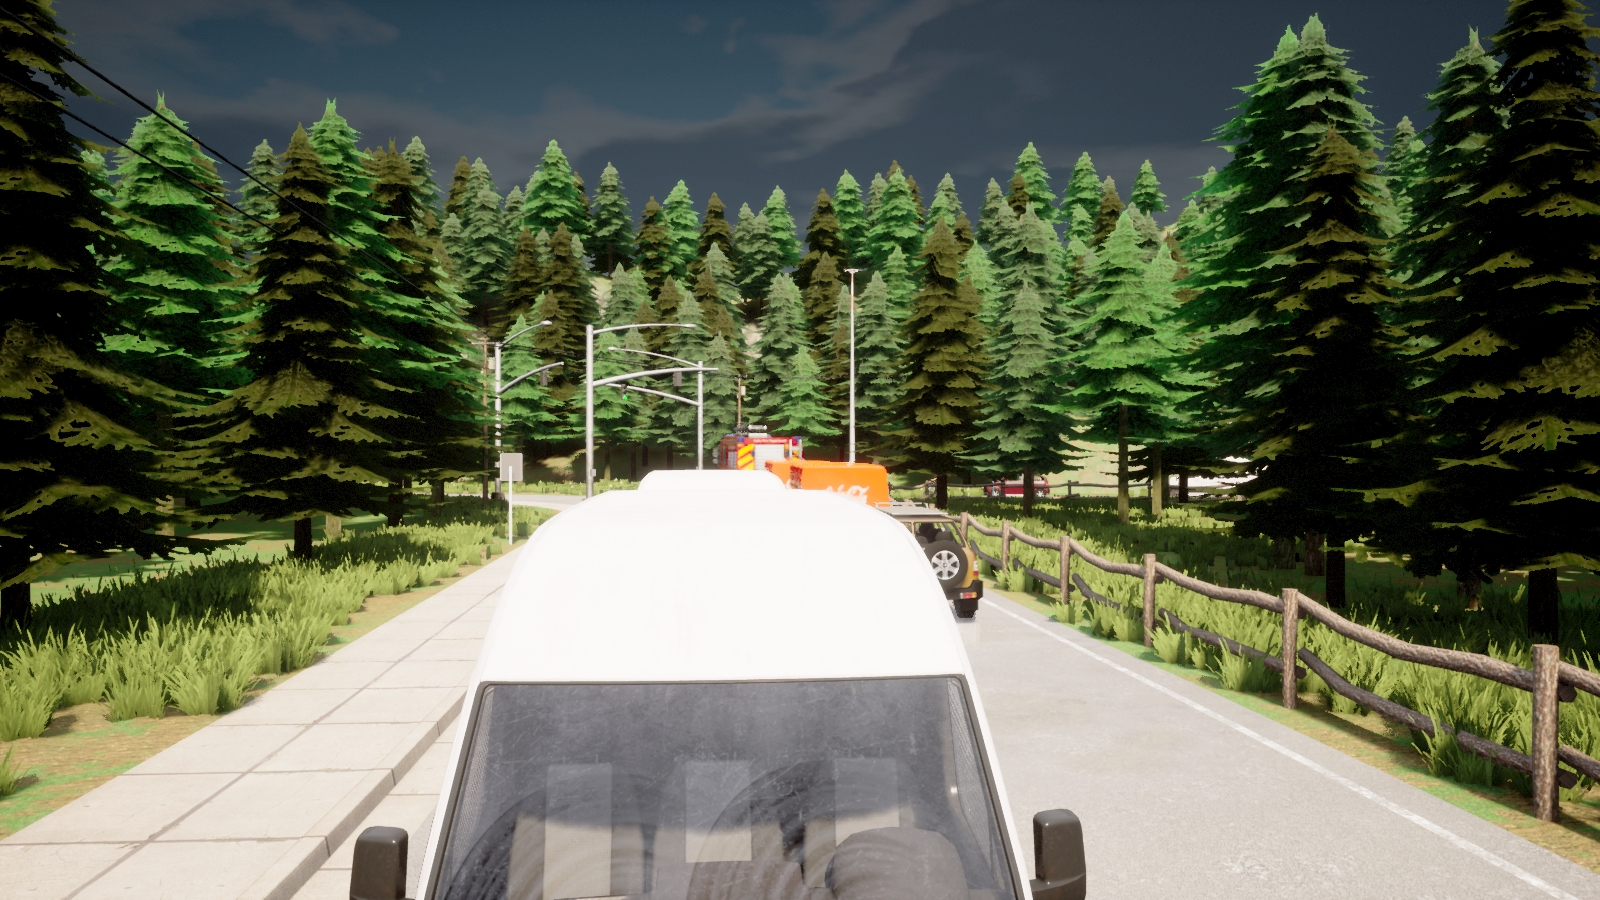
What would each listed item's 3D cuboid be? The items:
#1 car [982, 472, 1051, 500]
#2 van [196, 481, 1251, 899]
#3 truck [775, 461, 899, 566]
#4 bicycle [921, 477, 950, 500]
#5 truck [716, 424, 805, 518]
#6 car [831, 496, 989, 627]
[{"bbox_3d":[12.308,2.026,65.109,3.705,1.549,1.789,0,0,4],"label":"car"},{"bbox_3d":[-0.341,1.499,5.107,1.988,2.561,5.915,0,0,-5],"label":"van"},{"bbox_3d":[0.835,1.543,30.154,2.627,2.467,5.204,0,0,-5],"label":"truck"},{"bbox_3d":[7.684,2.158,64.883,1.487,1.276,0.859,0,0,-7],"label":"bicycle"},{"bbox_3d":[-1.924,0.864,51.145,2.891,3.827,8.468,0,0,-9],"label":"truck"},{"bbox_3d":[1.797,1.837,20.193,1.932,1.855,4.605,0,0,-5],"label":"car"}]
